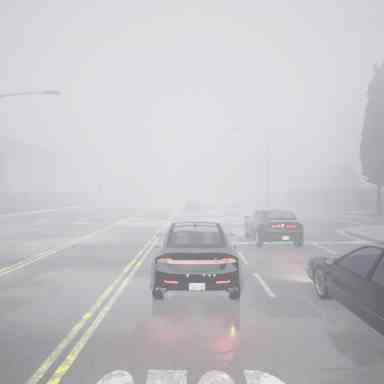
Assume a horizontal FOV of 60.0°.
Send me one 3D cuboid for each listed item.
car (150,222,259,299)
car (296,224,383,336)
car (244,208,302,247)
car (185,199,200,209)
[{"bbox_3d":[0.086,1.491,8.417,2.128,1.511,4.902,0,0,0],"label":"car"},{"bbox_3d":[3.591,1.547,5.370,2.033,1.411,5.357,0,0,0],"label":"car"},{"bbox_3d":[3.574,1.505,15.116,1.837,1.490,4.892,0,0,0],"label":"car"},{"bbox_3d":[0.023,1.600,44.129,1.895,1.301,4.718,0,0,0],"label":"car"}]
